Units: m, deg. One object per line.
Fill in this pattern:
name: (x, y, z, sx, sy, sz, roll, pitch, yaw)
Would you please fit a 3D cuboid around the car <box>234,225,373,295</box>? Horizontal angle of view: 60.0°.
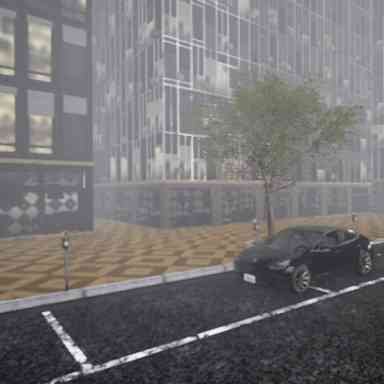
car: (3.071, 1.571, 8.756, 4.313, 1.339, 1.947, 0, -1, -35)
